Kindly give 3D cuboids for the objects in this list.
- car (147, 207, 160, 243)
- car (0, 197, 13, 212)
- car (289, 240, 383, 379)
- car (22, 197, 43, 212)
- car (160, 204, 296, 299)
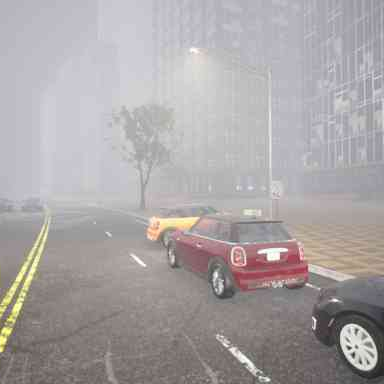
[{"bbox_3d":[0.380,1.276,14.435,4.553,1.767,2.097,-3,1,-18],"label":"car"},{"bbox_3d":[-21.795,1.389,38.061,2.097,1.767,4.553,0,0,-24],"label":"car"},{"bbox_3d":[3.619,1.505,3.368,1.837,1.490,4.892,0,0,-35],"label":"car"},{"bbox_3d":[-18.826,1.392,39.383,2.097,1.767,4.553,0,0,-24],"label":"car"},{"bbox_3d":[0.884,1.355,8.839,2.097,1.767,4.553,0,0,-22],"label":"car"}]
